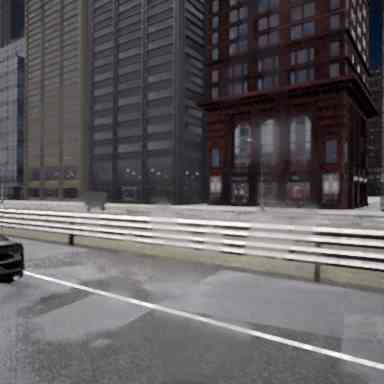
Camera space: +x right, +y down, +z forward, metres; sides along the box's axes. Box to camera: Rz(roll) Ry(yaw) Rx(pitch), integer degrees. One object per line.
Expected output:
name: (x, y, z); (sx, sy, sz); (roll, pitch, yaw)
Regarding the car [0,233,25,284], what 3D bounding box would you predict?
car: (-6.229, 1.505, 8.424); (5.008, 1.535, 1.882); (0, 0, 36)
